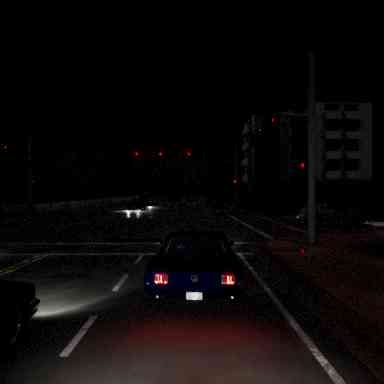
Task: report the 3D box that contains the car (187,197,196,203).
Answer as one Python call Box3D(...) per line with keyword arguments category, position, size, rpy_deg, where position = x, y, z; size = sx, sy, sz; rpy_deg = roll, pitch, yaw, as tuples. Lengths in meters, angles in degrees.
Box3D(category="car", position=(-0.127, 1.589, 67.316), size=(1.895, 1.301, 4.718), rpy_deg=(0, 0, 0))

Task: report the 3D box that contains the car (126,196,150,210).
Box3D(category="car", position=(-7.165, 1.540, 43.258), size=(2.033, 1.411, 5.357), rpy_deg=(0, 0, 0))

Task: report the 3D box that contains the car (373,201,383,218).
Box3D(category="car", position=(15.010, 1.500, 26.965), size=(4.892, 1.490, 1.837), rpy_deg=(0, 0, -2))

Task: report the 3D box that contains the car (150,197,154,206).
Box3D(category="car", position=(-7.179, 1.495, 53.404), size=(1.837, 1.490, 4.892), rpy_deg=(0, 0, 0))

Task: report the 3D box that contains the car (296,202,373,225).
Box3D(category="car", position=(9.621, 1.521, 23.111), size=(4.674, 1.442, 1.812), rpy_deg=(0, 0, -3))

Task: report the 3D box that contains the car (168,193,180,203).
Box3D(category="car", position=(-3.627, 1.209, 67.295), size=(2.150, 2.045, 5.566), rpy_deg=(0, 0, 0))

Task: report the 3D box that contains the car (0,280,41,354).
Box3D(category="car", position=(-3.451, 1.547, 3.044), size=(2.033, 1.411, 5.357), rpy_deg=(0, 0, 0))

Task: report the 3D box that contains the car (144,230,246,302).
Box3D(category="car", position=(0.117, 1.599, 8.247), size=(1.895, 1.301, 4.718), rpy_deg=(0, 0, 2))
